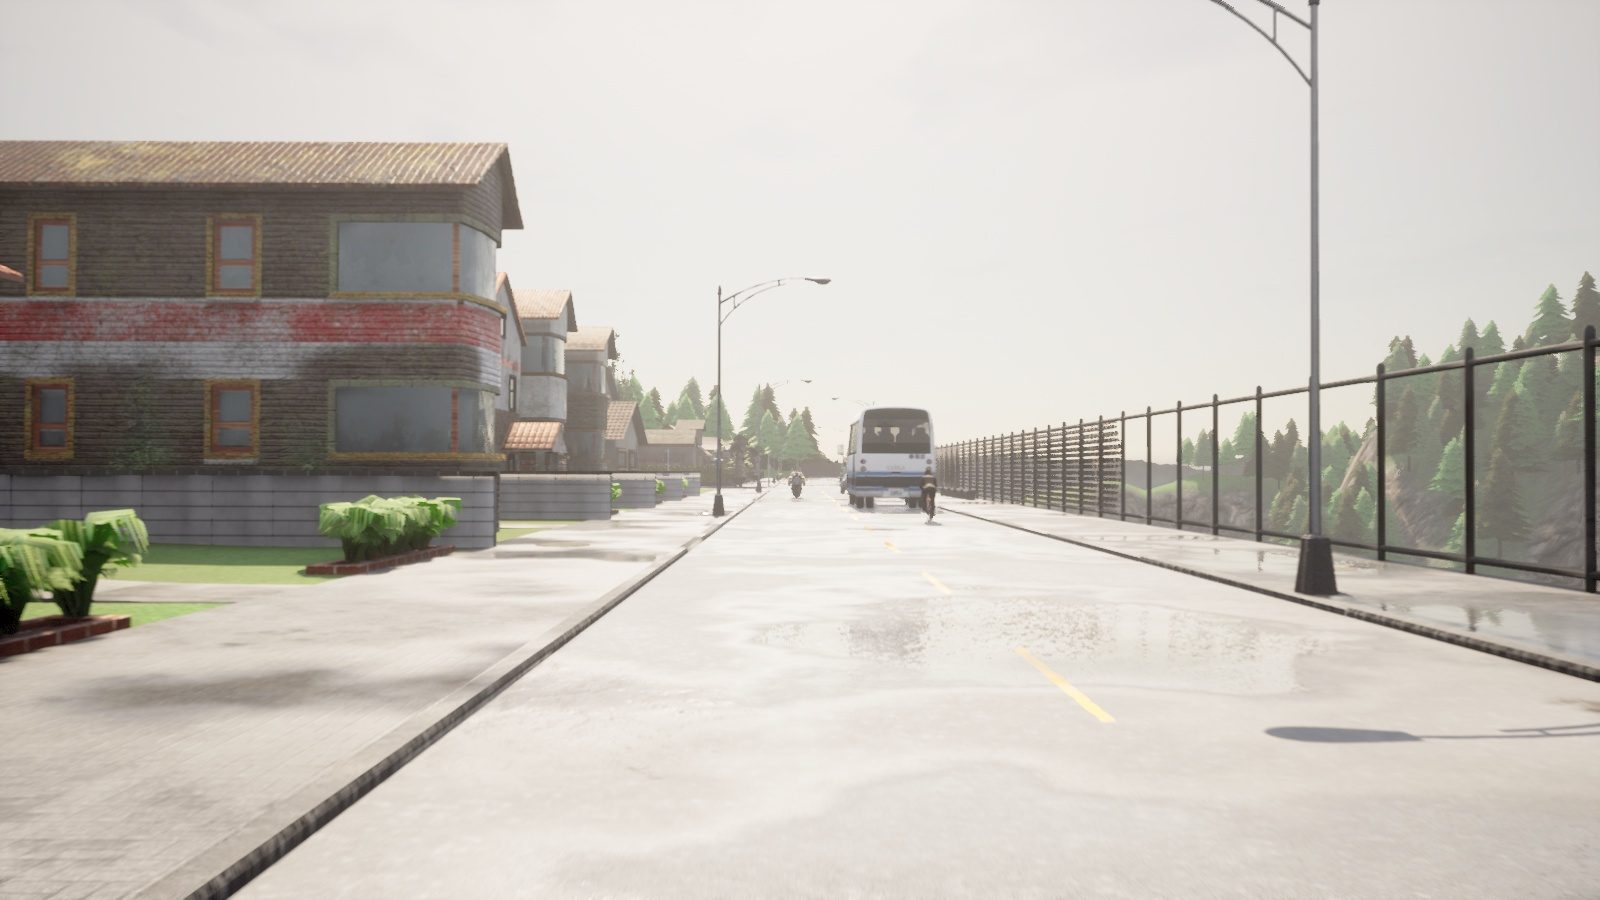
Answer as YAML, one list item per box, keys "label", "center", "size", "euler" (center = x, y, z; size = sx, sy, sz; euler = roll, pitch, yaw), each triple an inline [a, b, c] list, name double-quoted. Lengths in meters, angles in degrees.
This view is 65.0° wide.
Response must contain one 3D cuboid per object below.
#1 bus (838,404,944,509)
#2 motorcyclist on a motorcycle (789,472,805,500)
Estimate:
- label: "bus"
  center: [3.858, 0.363, 56.168]
  size: [3.944, 4.253, 10.273]
  euler: [0, -1, 0]
- label: "motorcyclist on a motorcycle"
  center: [-0.174, 2.054, 71.912]
  size: [0.866, 1.530, 2.191]
  euler: [0, -1, 0]
